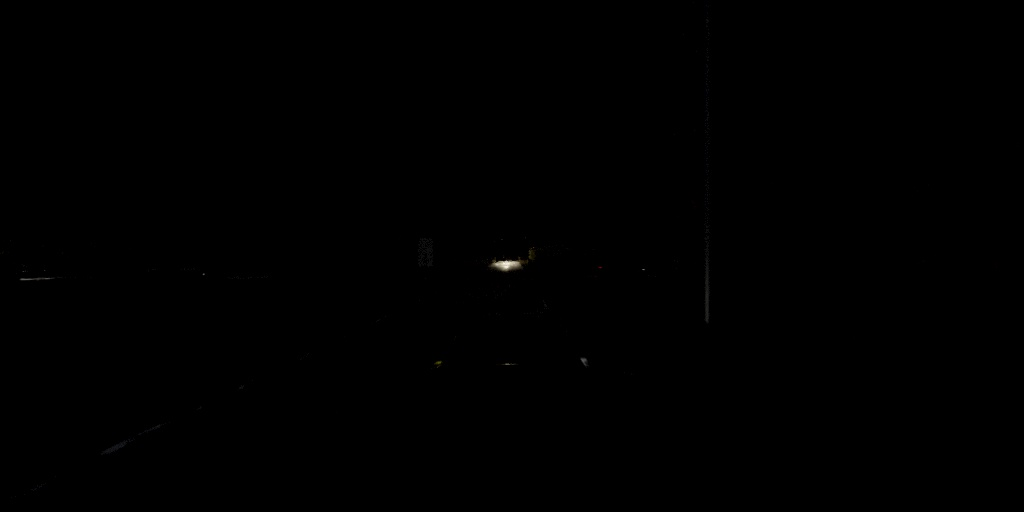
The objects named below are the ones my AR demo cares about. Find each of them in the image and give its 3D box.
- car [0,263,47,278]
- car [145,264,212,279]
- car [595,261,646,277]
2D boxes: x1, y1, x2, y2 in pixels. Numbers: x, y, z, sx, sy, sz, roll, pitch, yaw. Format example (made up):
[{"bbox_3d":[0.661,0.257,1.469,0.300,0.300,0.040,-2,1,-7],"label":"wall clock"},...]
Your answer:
[{"bbox_3d":[-46.226,1.344,33.190,4.674,1.442,1.812,0,1,0],"label":"car"},{"bbox_3d":[-30.724,1.395,33.177,4.718,1.301,1.895,0,1,0],"label":"car"},{"bbox_3d":[10.614,1.252,35.242,4.892,1.490,1.837,0,1,-6],"label":"car"}]
